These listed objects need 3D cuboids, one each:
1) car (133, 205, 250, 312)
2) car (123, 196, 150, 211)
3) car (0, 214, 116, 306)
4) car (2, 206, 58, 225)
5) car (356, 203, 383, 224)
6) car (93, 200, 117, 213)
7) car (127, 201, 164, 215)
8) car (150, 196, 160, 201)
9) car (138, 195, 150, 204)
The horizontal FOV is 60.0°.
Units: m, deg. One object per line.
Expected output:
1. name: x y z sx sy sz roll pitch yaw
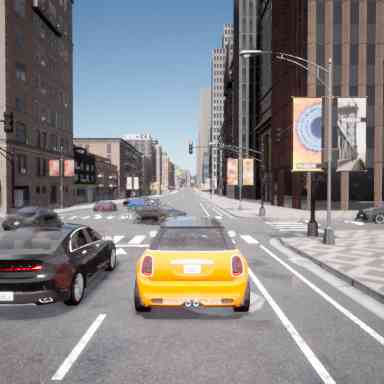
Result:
1. car: 0.009 1.351 7.864 2.097 1.767 4.553 0 0 0
2. car: -6.604 1.496 40.061 1.882 1.535 5.008 0 0 0
3. car: -3.154 1.504 8.008 1.837 1.490 4.892 0 0 0
4. car: -9.852 1.567 20.651 1.994 1.385 4.181 0 0 0
5. car: 13.983 1.470 23.535 4.181 1.385 1.994 0 1 0
6. car: -9.853 1.581 37.933 1.994 1.385 4.181 0 0 0
7. car: -2.217 1.569 23.317 4.181 1.385 1.994 0 0 39
8. car: -6.591 1.520 57.270 2.128 1.511 4.902 0 0 0
9. car: -9.761 1.525 68.268 1.837 1.490 4.892 0 1 0
